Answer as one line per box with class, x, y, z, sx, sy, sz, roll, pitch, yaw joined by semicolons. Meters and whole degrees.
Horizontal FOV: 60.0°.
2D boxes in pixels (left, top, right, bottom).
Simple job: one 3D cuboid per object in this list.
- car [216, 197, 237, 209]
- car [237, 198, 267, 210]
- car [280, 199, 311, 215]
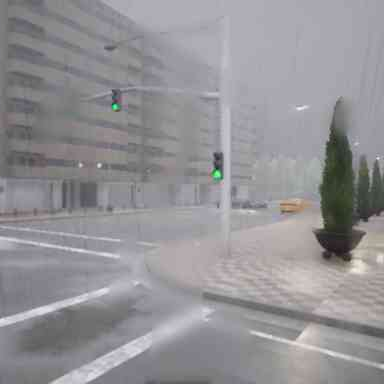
car;5.006;1.438;43.892;1.837;1.490;4.892;0;0;36
car;7.836;1.499;41.831;1.994;1.385;4.181;0;0;36
car;10.463;1.416;33.384;1.882;1.535;5.008;0;0;36
